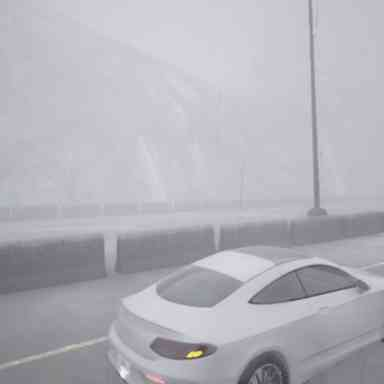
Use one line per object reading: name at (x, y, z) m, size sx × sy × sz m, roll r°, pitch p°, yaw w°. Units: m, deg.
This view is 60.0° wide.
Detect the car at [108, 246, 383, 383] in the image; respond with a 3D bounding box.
car at (1.206, 1.504, 4.607) m, size 4.674 × 1.442 × 1.812 m, roll 0°, pitch 0°, yaw -36°
